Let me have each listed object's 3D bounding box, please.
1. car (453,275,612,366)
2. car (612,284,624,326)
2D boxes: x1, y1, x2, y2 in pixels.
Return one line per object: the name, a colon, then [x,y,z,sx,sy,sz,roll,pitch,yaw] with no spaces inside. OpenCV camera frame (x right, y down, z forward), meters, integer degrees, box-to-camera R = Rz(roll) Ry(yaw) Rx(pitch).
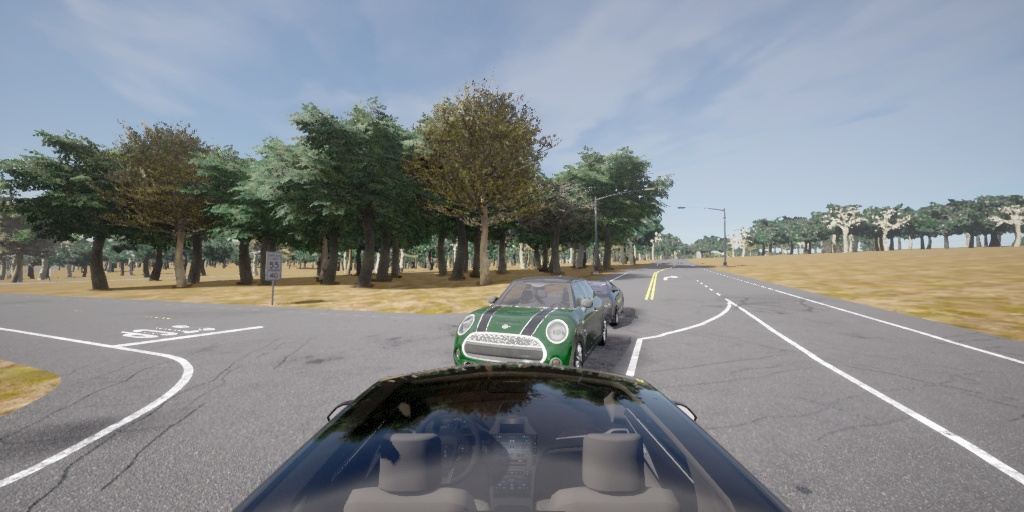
car: [0.668,1.223,7.505,2.097,1.767,4.553,-1,-2,22]
car: [2.884,1.555,12.941,1.994,1.385,4.181,-2,0,22]
